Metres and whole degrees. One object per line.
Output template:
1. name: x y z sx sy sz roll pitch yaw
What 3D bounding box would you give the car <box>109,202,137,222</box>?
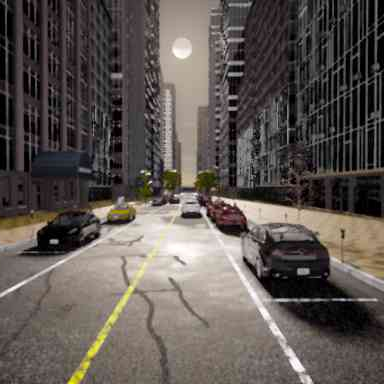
1. car: -5.479 1.519 26.312 1.752 1.417 4.829 -1 0 0

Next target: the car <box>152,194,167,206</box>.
1. car: -5.652 1.540 54.724 2.008 1.369 4.403 -1 0 0

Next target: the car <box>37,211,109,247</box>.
1. car: -5.410 1.564 15.185 1.947 1.339 4.313 -1 0 0

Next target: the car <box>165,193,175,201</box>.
1. car: -5.862 1.311 88.615 2.192 1.841 5.009 -1 0 0

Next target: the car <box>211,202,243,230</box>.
1. car: 2.402 1.565 20.908 1.802 1.307 4.206 -1 0 0

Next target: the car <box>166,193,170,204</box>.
1. car: -5.690 1.304 60.372 2.192 1.841 5.009 -1 0 0

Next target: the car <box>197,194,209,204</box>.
1. car: 2.123 1.293 66.098 2.192 1.841 5.009 -1 0 0

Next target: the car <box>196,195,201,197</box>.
1. car: -0.174 1.545 45.859 1.994 1.385 4.181 0 0 -1

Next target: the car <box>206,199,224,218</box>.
1. car: 2.367 1.526 26.557 1.887 1.381 4.507 -1 0 0

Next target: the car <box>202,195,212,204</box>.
1. car: 2.331 1.420 32.206 1.967 1.590 4.097 -1 0 0

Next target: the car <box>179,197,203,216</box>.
1. car: -0.094 1.509 32.788 1.812 1.442 4.674 0 0 0

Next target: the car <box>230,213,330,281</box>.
1. car: 2.471 1.540 9.612 2.008 1.369 4.403 -1 0 0

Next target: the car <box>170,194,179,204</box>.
1. car: -3.155 1.549 61.518 1.994 1.385 4.181 0 0 0

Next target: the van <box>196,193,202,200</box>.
1. van: 1.984 1.327 94.342 1.690 1.788 3.998 -1 0 0

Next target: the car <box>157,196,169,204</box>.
1. car: -5.720 1.541 66.021 2.008 1.369 4.403 -1 0 0

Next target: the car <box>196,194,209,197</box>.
1. car: 2.191 1.291 54.801 2.192 1.841 5.009 -1 0 0
